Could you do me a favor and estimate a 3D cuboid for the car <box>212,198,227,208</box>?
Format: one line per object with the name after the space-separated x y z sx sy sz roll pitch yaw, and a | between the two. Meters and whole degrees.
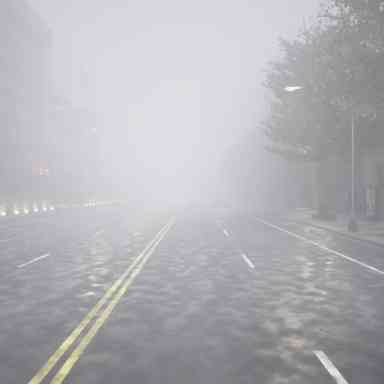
3.911 1.564 47.306 1.994 1.385 4.181 0 0 0 | car

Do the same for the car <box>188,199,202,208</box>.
0.420 1.601 48.240 1.895 1.301 4.718 0 0 0 | car
